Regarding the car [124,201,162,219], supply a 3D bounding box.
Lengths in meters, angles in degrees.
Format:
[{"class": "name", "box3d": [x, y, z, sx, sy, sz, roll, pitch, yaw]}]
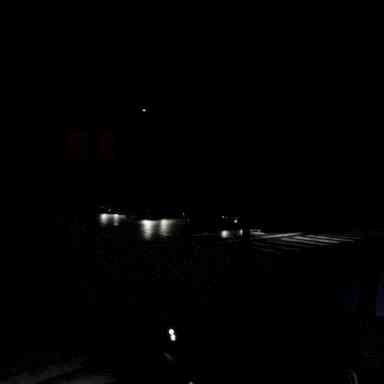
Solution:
[{"class": "car", "box3d": [-4.550, 1.579, 30.652, 1.882, 1.535, 5.008, 0, 0, -35]}]

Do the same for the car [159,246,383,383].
[{"class": "car", "box3d": [2.246, 1.545, 4.724, 5.357, 1.411, 2.033, 0, 0, -35]}]

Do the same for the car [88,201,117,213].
[{"class": "car", "box3d": [-10.451, 1.741, 38.888, 1.895, 1.301, 4.718, 0, 0, -36]}]

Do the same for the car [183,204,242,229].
[{"class": "car", "box3d": [1.272, 1.554, 22.542, 2.128, 1.511, 4.902, 0, 0, -36]}]
